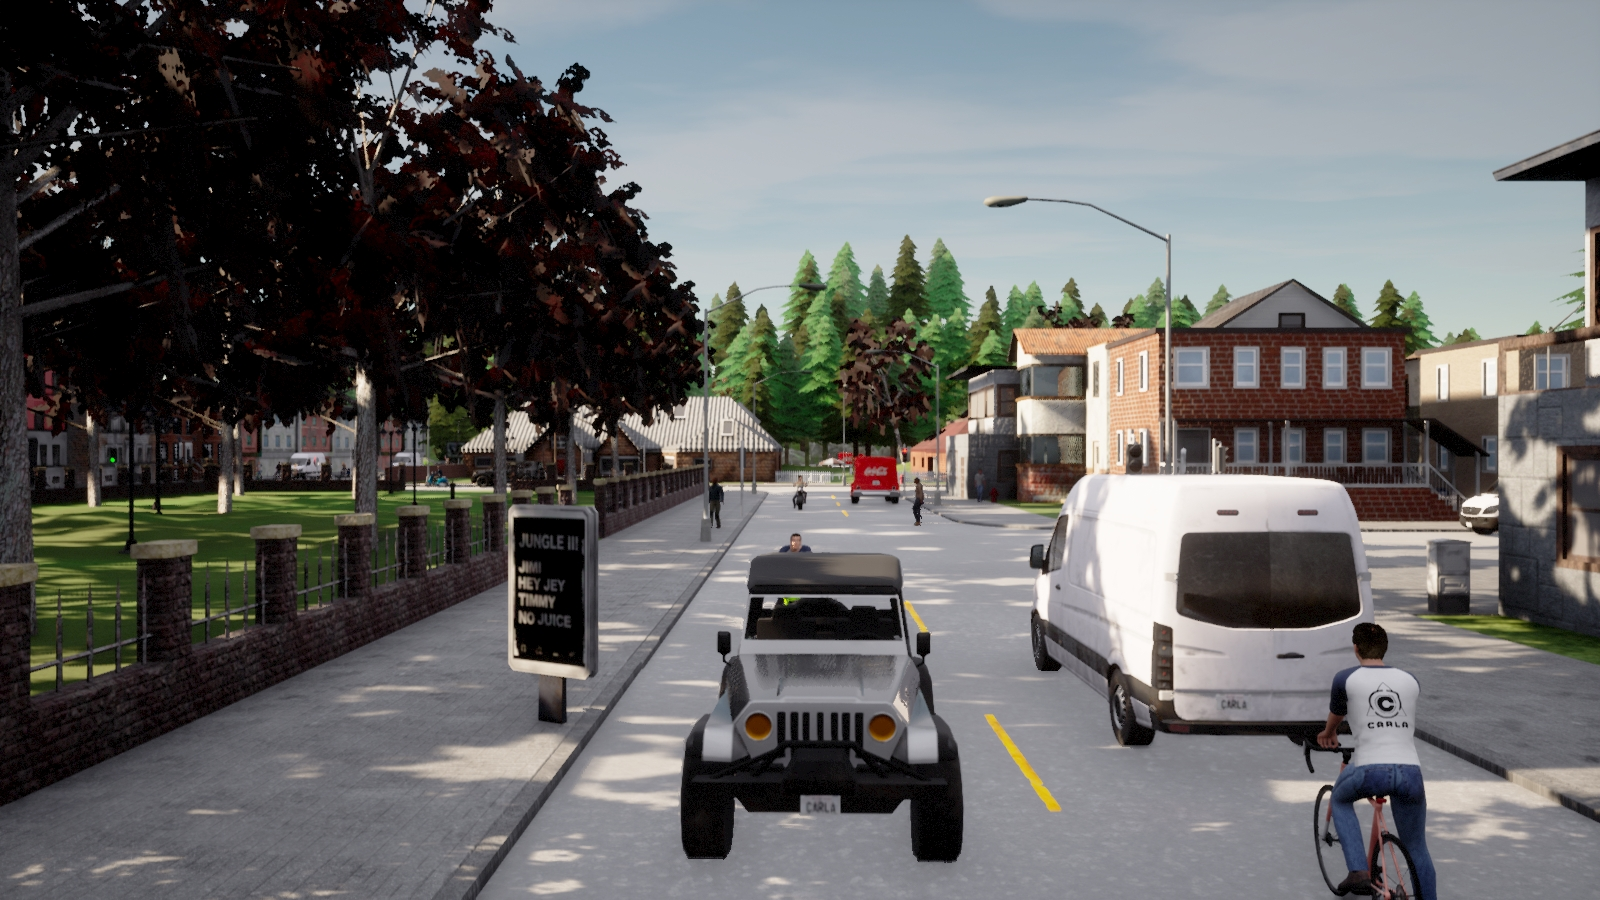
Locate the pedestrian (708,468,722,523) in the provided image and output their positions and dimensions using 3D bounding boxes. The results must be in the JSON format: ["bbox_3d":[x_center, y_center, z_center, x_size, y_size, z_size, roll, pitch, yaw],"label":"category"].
[{"bbox_3d":[-2.889,1.541,38.772,0.375,1.860,0.375,0,0,16],"label":"pedestrian"}]

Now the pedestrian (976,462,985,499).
[{"bbox_3d":[9.254,1.547,58.498,0.375,1.860,0.375,0,0,0],"label":"pedestrian"}]

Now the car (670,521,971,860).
[{"bbox_3d":[0.197,1.640,9.174,1.905,1.878,3.866,0,0,2],"label":"car"}]

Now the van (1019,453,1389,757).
[{"bbox_3d":[4.000,1.320,12.660,1.988,2.561,5.915,0,0,0],"label":"van"}]

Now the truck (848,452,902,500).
[{"bbox_3d":[3.969,1.372,61.570,2.627,2.467,5.204,0,0,1],"label":"truck"}]

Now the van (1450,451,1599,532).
[{"bbox_3d":[24.712,1.329,37.232,5.915,2.561,1.988,0,0,0],"label":"van"}]

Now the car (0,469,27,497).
[{"bbox_3d":[-45.284,1.853,62.894,2.128,1.511,4.902,0,0,0],"label":"car"}]

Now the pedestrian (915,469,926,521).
[{"bbox_3d":[4.403,1.645,41.863,0.375,1.860,0.375,0,0,3],"label":"pedestrian"}]
